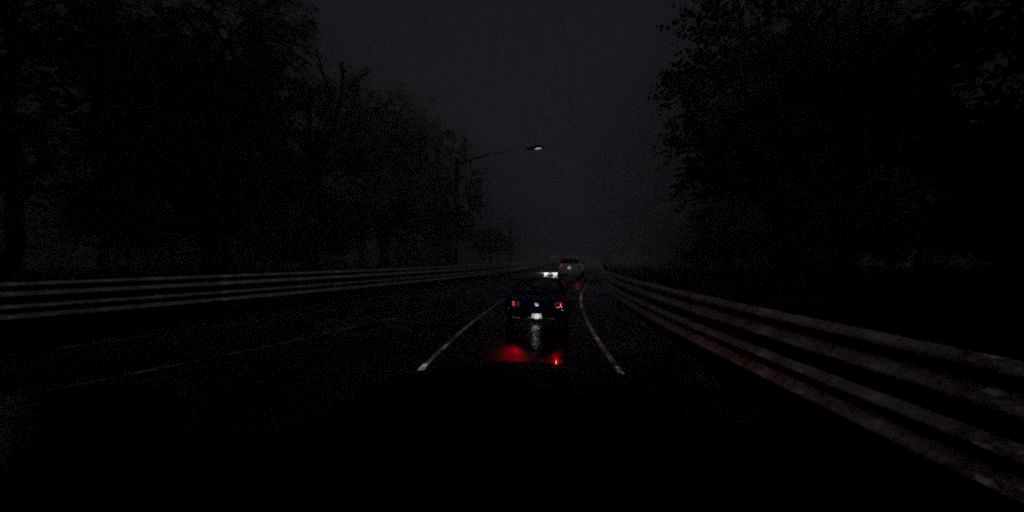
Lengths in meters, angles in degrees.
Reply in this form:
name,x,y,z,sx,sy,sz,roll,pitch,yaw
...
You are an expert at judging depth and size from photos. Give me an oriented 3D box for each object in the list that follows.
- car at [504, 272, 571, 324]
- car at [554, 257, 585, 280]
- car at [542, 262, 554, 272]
name,x,y,z,sx,sy,sz,roll,pitch,yaw
car,0.971,1.392,12.218,1.895,1.301,4.718,0,0,7
car,5.646,1.092,33.975,2.150,2.045,5.566,0,0,14
car,5.280,1.442,47.813,1.994,1.385,4.181,0,0,14
